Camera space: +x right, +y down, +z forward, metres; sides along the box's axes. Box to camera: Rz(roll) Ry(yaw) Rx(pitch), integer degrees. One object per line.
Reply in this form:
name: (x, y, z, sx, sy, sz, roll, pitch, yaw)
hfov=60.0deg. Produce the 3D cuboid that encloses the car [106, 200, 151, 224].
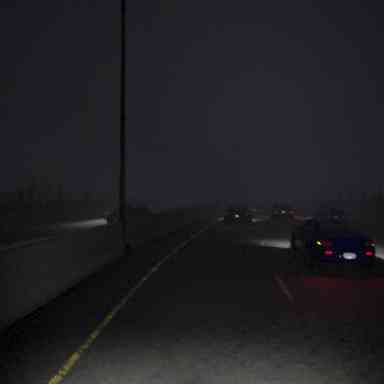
car: (-4.250, 1.571, 23.117, 2.128, 1.511, 4.902, 0, 0, 11)

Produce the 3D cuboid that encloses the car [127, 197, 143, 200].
car: (-7.520, 1.498, 42.809, 2.097, 1.767, 4.553, 0, 0, 11)

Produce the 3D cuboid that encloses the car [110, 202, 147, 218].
car: (-6.039, 1.710, 32.220, 1.895, 1.301, 4.718, 0, 0, 11)

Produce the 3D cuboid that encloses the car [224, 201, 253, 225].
car: (3.547, 1.673, 25.395, 1.994, 1.385, 4.181, 0, 0, 11)

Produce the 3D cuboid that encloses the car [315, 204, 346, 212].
car: (10.813, 1.659, 26.167, 1.812, 1.442, 4.674, 0, 0, 11)

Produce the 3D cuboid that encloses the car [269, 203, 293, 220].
car: (7.828, 1.684, 29.201, 2.033, 1.411, 5.357, 0, 0, 11)

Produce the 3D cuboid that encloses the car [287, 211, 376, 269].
car: (4.615, 1.583, 11.349, 1.812, 1.442, 4.674, 0, 0, 8)
